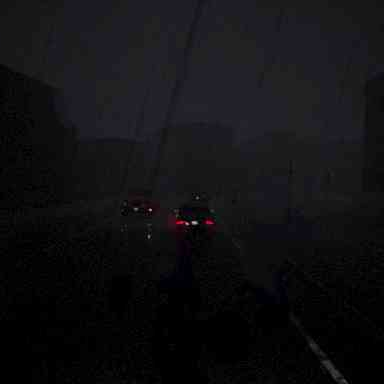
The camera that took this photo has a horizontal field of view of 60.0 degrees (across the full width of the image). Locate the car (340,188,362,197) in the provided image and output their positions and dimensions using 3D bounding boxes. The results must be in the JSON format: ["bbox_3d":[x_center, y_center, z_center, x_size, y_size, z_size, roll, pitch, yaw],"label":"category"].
[{"bbox_3d":[28.357,0.102,56.902,5.357,1.411,2.033,2,3,0],"label":"car"}]

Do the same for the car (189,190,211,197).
[{"bbox_3d":[0.895,0.487,35.862,1.994,1.385,4.181,0,2,9],"label":"car"}]

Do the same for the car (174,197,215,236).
[{"bbox_3d":[0.100,1.249,16.337,2.033,1.411,5.357,0,2,0],"label":"car"}]

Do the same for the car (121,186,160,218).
[{"bbox_3d":[-3.592,0.622,24.086,2.150,2.045,5.566,0,2,0],"label":"car"}]
